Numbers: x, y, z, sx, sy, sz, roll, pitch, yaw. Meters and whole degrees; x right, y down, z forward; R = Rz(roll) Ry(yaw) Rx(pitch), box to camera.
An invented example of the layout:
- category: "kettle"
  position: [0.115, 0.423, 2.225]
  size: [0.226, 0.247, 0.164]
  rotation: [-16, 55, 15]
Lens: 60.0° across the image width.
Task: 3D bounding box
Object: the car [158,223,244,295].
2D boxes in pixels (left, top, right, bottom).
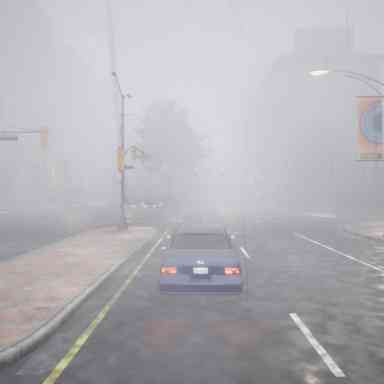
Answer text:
- category: "car"
  position: [0.225, 1.547, 8.856]
  size: [2.033, 1.411, 5.357]
  rotation: [0, 0, 1]

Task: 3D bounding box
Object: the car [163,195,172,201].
- category: "car"
  position: [-6.431, 1.478, 86.546]
  size: [1.882, 1.535, 5.008]
  rotation: [0, 0, 1]

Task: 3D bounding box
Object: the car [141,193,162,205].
- category: "car"
  position: [-7.035, 1.352, 57.907]
  size: [2.097, 1.767, 4.553]
  rotation: [0, 0, 1]

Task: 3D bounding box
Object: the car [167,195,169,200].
- category: "car"
  position: [-6.615, 1.525, 76.452]
  size: [2.128, 1.511, 4.902]
  rotation: [0, 0, 1]

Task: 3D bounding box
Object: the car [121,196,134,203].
- category: "car"
  position: [-13.488, 1.595, 69.746]
  size: [1.895, 1.301, 4.718]
  rotation: [0, 0, 1]

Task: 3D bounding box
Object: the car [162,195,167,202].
- category: "car"
  position: [-6.822, 1.352, 66.678]
  size: [2.097, 1.767, 4.553]
  rotation: [0, 0, 1]

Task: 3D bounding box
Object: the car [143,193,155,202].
- category: "car"
  position: [-10.076, 1.225, 78.643]
  size: [2.150, 2.045, 5.566]
  rotation: [0, 0, 1]

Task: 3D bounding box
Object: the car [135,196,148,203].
- category: "car"
  position: [-10.278, 1.505, 67.958]
  size: [1.837, 1.490, 4.892]
  rotation: [0, 0, 1]

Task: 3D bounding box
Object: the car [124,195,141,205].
- category: "car"
  position: [-10.535, 1.352, 57.783]
  size: [2.097, 1.767, 4.553]
  rotation: [0, 0, 1]
